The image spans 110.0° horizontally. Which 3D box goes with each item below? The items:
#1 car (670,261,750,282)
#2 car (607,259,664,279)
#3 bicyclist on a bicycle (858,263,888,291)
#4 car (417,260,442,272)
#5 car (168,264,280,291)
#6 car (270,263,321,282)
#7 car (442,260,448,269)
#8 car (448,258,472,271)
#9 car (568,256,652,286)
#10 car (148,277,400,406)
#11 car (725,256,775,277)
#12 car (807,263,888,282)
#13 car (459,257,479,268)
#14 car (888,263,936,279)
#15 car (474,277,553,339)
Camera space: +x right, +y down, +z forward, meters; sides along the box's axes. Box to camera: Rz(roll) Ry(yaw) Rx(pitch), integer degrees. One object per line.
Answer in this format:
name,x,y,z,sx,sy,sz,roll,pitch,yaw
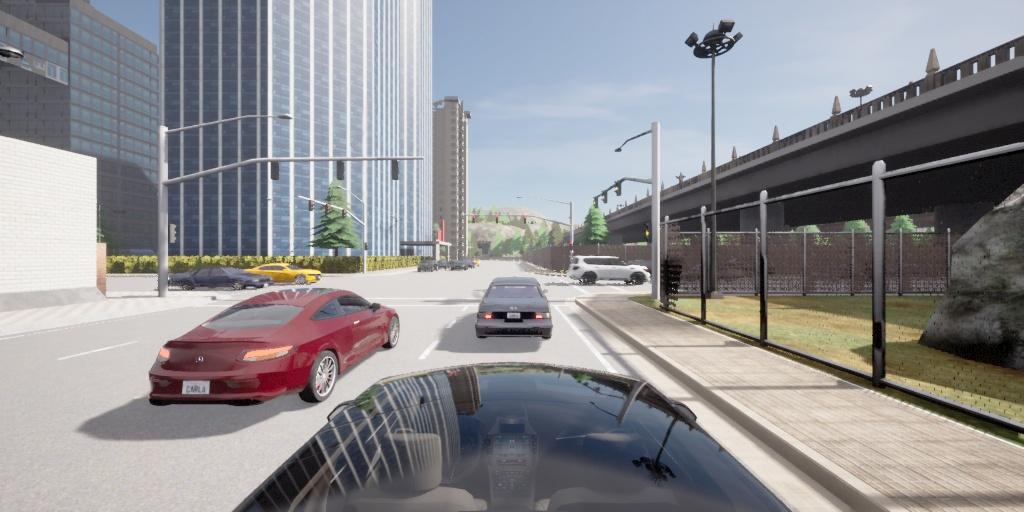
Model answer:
car,15.835,1.353,29.203,5.357,1.411,2.033,0,0,0
car,11.196,1.157,32.746,4.553,1.767,2.097,0,0,2
bicyclist on a bicycle,18.264,1.106,18.231,0.582,1.620,1.656,0,0,0
car,-10.685,1.255,45.791,1.837,1.490,4.892,0,0,0
car,-17.664,1.353,21.859,5.357,1.411,2.033,0,0,0
car,-16.360,1.278,25.626,5.008,1.535,1.882,0,0,-4
car,-10.700,1.276,55.030,1.812,1.442,4.674,0,0,0
car,-7.186,1.314,49.565,1.994,1.385,4.181,0,0,0
car,6.823,1.019,25.466,5.566,2.045,2.150,0,0,0
car,-3.450,1.276,6.231,1.812,1.442,4.674,0,0,0
car,20.773,1.027,32.724,5.566,2.045,2.150,0,0,0
car,26.895,1.297,29.247,4.902,1.511,2.128,0,0,0
car,-7.193,1.297,58.802,2.033,1.411,5.357,0,0,0
car,35.424,1.353,32.774,5.357,1.411,2.033,0,0,0
car,0.078,1.297,10.052,2.033,1.411,5.357,0,0,1
